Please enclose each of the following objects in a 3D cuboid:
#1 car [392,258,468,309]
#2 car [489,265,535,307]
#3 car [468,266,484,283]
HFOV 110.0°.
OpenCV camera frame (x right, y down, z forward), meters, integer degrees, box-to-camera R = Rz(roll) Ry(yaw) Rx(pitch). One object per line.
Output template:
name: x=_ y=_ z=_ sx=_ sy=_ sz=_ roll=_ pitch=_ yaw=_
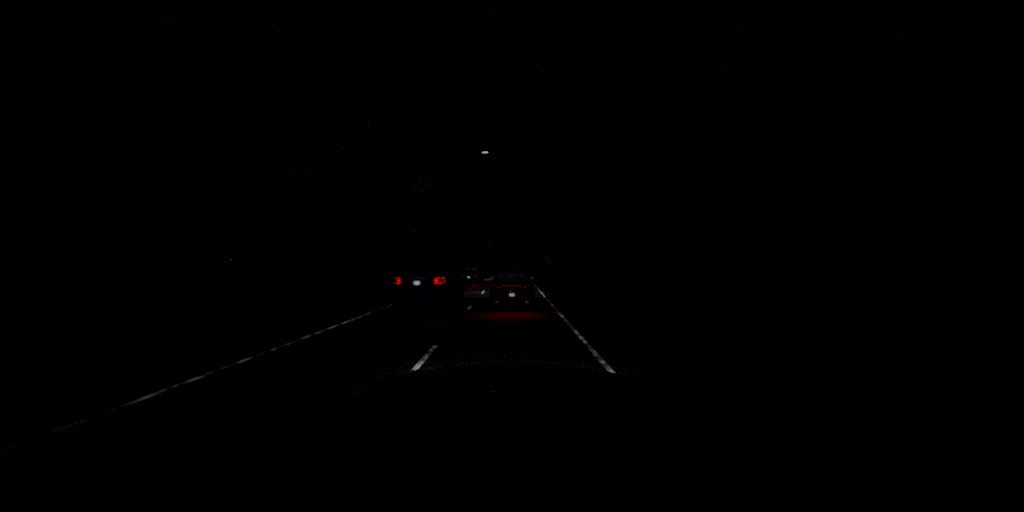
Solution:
car: x=-3.503 y=1.103 z=15.880 sx=2.150 sy=2.045 sz=5.566 roll=0 pitch=0 yaw=0
car: x=0.002 y=1.369 z=16.340 sx=1.882 sy=1.535 sz=5.008 roll=0 pitch=0 yaw=0
car: x=-3.503 y=1.560 z=31.261 sx=1.812 sy=1.442 sz=4.674 roll=0 pitch=0 yaw=0
